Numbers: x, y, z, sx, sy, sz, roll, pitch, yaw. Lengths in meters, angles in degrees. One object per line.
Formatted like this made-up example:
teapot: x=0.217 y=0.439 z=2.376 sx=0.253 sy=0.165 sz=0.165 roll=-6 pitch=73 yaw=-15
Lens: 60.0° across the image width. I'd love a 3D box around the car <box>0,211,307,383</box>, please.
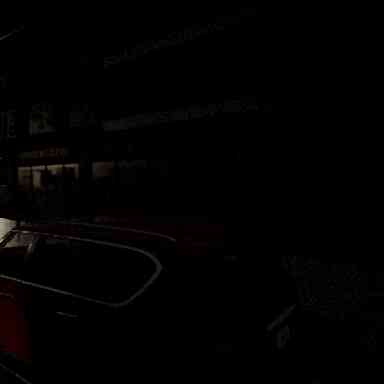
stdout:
car: x=-1.209 y=1.179 z=4.029 sx=5.009 sy=1.841 sz=2.192 roll=1 pitch=3 yaw=36
